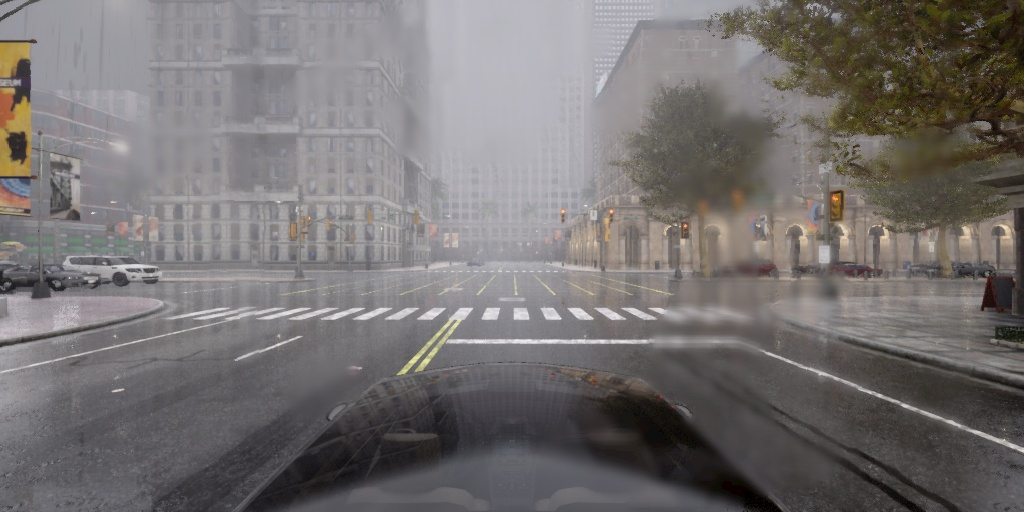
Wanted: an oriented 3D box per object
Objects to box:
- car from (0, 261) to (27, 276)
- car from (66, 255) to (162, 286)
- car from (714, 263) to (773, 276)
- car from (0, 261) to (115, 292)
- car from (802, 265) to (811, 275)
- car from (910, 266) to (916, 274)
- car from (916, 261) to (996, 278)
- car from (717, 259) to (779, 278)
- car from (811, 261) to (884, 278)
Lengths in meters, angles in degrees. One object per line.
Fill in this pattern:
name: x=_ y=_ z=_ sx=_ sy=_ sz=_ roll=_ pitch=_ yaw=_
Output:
car: x=-52.533 y=1.255 z=36.915 sx=4.892 sy=1.490 sz=1.837 roll=0 pitch=0 yaw=20
car: x=-27.379 y=0.971 z=24.541 sx=5.566 sy=2.045 sz=2.150 roll=0 pitch=0 yaw=2
car: x=23.159 y=1.351 z=35.951 sx=4.718 sy=1.301 sz=1.895 roll=0 pitch=0 yaw=0
car: x=-27.059 y=1.242 z=21.024 sx=4.902 sy=1.511 sz=2.128 roll=0 pitch=0 yaw=0
car: x=32.483 y=1.255 z=35.901 sx=4.892 sy=1.490 sz=1.837 roll=0 pitch=0 yaw=0
car: x=42.800 y=1.241 z=35.834 sx=4.902 sy=1.511 sz=2.128 roll=0 pitch=0 yaw=1
car: x=40.372 y=1.241 z=32.352 sx=4.902 sy=1.511 sz=2.128 roll=0 pitch=0 yaw=1
car: x=21.397 y=1.102 z=32.460 sx=4.553 sy=1.767 sz=2.097 roll=0 pitch=0 yaw=0
car: x=30.385 y=1.351 z=32.413 sx=4.718 sy=1.301 sz=1.895 roll=0 pitch=0 yaw=0
